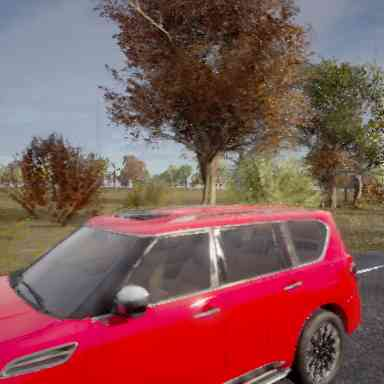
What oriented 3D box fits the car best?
[{"bbox_3d":[-0.379,1.214,3.695,5.566,2.045,2.150,0,0,-35],"label":"car"}]
